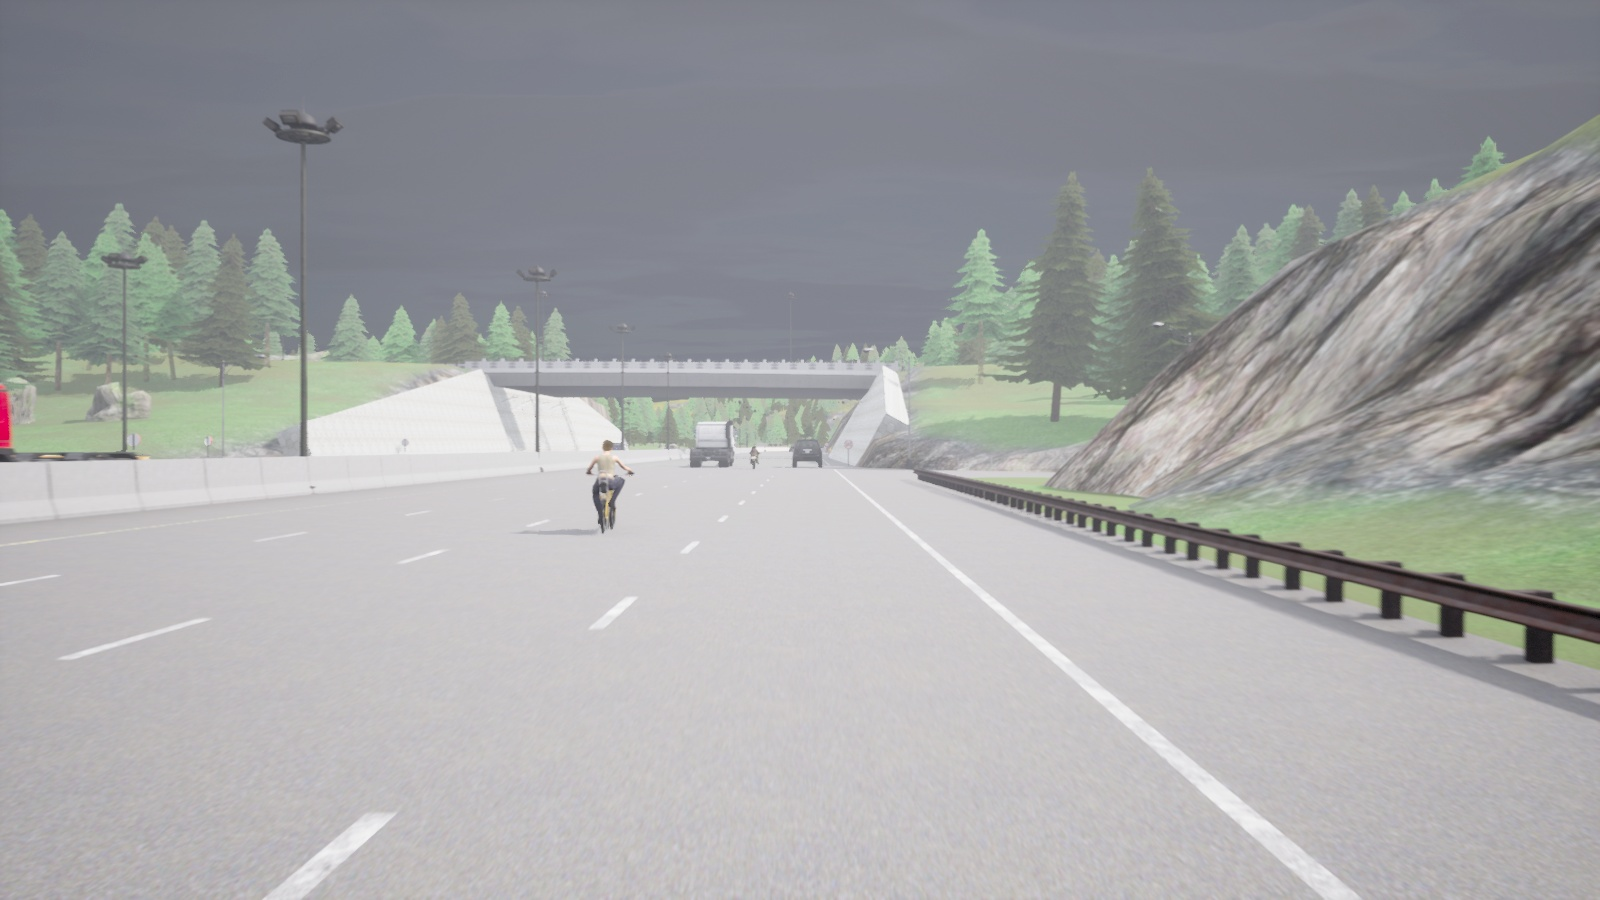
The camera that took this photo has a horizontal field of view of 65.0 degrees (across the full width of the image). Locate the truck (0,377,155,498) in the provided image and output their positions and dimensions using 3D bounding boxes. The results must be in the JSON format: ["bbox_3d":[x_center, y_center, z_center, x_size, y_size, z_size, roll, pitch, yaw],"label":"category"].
[{"bbox_3d":[-23.874,-0.363,38.432,2.891,3.462,7.936,0,0,13],"label":"truck"}]

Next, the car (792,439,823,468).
[{"bbox_3d":[0.537,0.211,90.750,2.150,2.045,5.566,0,0,0],"label":"car"}]

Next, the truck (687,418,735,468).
[{"bbox_3d":[-6.454,-0.501,92.308,2.891,3.462,7.936,0,0,0],"label":"truck"}]

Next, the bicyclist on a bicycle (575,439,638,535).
[{"bbox_3d":[-3.354,0.619,21.878,0.866,1.612,1.509,0,0,0],"label":"bicyclist on a bicycle"}]
